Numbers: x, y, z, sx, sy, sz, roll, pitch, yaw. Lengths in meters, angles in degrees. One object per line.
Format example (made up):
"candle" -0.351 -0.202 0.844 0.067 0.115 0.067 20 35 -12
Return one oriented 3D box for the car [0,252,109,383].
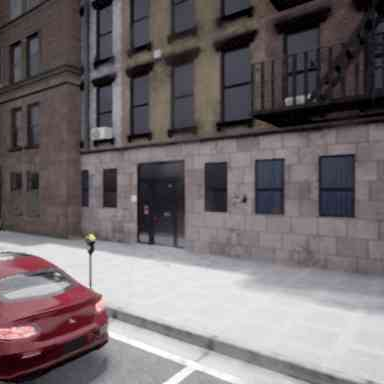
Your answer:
"car" -3.017 1.579 4.970 4.206 1.307 1.802 0 0 36
